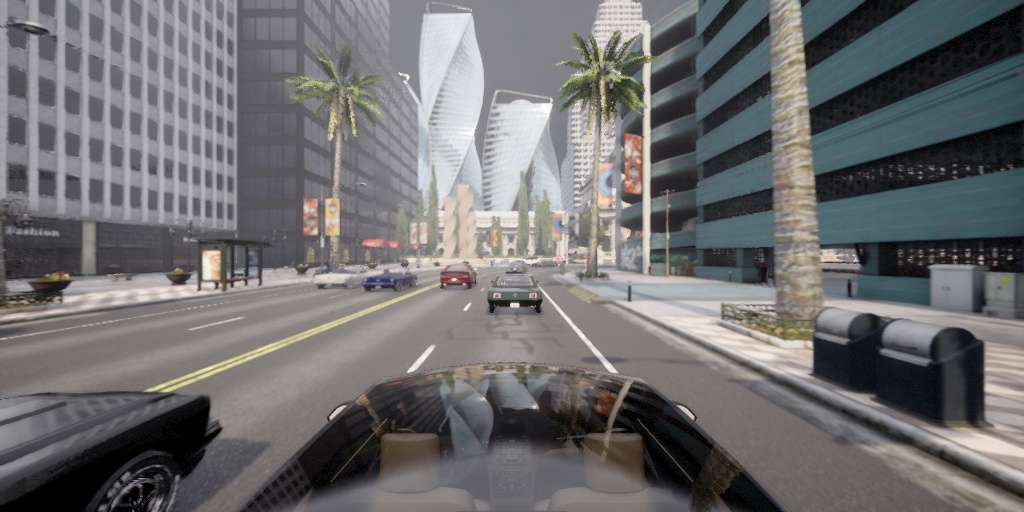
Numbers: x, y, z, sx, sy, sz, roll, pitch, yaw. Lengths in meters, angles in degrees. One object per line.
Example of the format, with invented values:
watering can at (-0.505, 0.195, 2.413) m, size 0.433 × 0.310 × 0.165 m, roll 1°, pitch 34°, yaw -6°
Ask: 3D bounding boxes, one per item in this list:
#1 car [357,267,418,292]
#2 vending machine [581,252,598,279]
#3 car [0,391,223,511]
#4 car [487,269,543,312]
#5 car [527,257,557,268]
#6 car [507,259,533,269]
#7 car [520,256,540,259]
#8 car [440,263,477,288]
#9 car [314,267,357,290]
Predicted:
car at (-7.076, 1.354, 21.193) m, size 1.895 × 1.301 × 4.718 m, roll 0°, pitch 0°, yaw 0°
vending machine at (7.814, 0.949, 36.077) m, size 1.100 × 2.100 × 0.880 m, roll 0°, pitch 0°, yaw 10°
car at (-3.400, 1.351, 0.880) m, size 1.895 × 1.301 × 4.718 m, roll 0°, pitch 0°, yaw 0°
car at (0.105, 1.353, 14.188) m, size 1.895 × 1.301 × 4.718 m, roll 0°, pitch 0°, yaw 0°
car at (5.499, 1.305, 60.944) m, size 5.357 × 1.411 × 2.033 m, roll 0°, pitch 0°, yaw -45°
car at (0.614, 1.302, 36.315) m, size 2.033 × 1.411 × 5.357 m, roll 0°, pitch 0°, yaw 8°
car at (2.853, 0.978, 63.168) m, size 5.566 × 2.045 × 2.150 m, roll 0°, pitch 0°, yaw -45°
car at (-3.393, 1.231, 23.526) m, size 1.882 × 1.535 × 5.008 m, roll 0°, pitch 0°, yaw 0°
car at (-10.563, 1.354, 22.914) m, size 1.895 × 1.301 × 4.718 m, roll 0°, pitch 0°, yaw 0°
